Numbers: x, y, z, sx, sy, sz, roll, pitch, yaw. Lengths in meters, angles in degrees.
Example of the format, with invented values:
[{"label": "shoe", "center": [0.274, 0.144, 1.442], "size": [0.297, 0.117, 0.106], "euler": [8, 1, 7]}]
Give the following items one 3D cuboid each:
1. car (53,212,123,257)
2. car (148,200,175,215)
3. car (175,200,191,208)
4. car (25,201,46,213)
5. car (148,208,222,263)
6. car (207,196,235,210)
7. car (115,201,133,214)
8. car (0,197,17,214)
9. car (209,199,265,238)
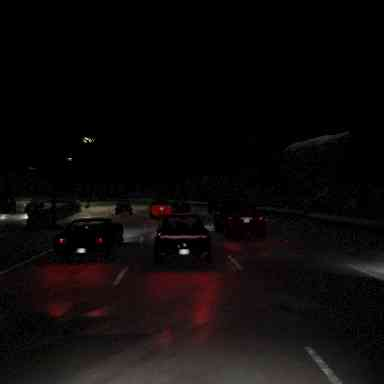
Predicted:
[{"label": "car", "center": [-3.956, 1.718, 13.567], "size": [1.895, 1.301, 4.718], "euler": [0, 0, -5]}, {"label": "car", "center": [-3.307, 1.624, 33.684], "size": [2.097, 1.767, 4.553], "euler": [0, -1, -11]}, {"label": "car", "center": [-1.549, 1.813, 42.301], "size": [1.882, 1.535, 5.008], "euler": [0, 0, -14]}, {"label": "car", "center": [-20.119, 1.879, 42.874], "size": [2.128, 1.511, 4.902], "euler": [0, -1, -16]}, {"label": "car", "center": [-0.402, 1.591, 12.424], "size": [2.128, 1.511, 4.902], "euler": [0, 0, -4]}, {"label": "car", "center": [3.316, 1.503, 36.860], "size": [2.150, 2.045, 5.566], "euler": [0, 0, -12]}, {"label": "car", "center": [-8.312, 1.862, 40.272], "size": [1.812, 1.442, 4.674], "euler": [0, 0, -14]}, {"label": "car", "center": [-23.106, 1.598, 40.603], "size": [2.150, 2.045, 5.566], "euler": [0, 0, -15]}, {"label": "car", "center": [2.528, 1.493, 18.849], "size": [2.097, 1.767, 4.553], "euler": [0, -1, -6]}]
